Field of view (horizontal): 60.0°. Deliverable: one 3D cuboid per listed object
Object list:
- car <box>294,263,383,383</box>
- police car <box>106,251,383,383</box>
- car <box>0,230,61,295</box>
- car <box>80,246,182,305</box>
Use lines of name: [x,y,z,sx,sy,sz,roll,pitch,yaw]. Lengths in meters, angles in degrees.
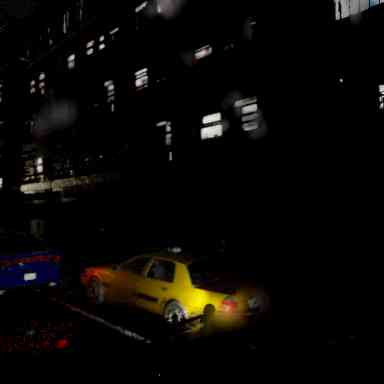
car: [3.548,1.759,3.231,4.507,1.381,1.887,-1,-5,43]
police car: [1.707,1.572,2.391,5.238,1.638,1.930,-1,-3,43]
car: [-5.465,1.800,9.207,5.008,1.535,1.882,-1,-3,43]
car: [-0.628,1.837,7.112,4.829,1.417,1.752,-1,-5,43]
